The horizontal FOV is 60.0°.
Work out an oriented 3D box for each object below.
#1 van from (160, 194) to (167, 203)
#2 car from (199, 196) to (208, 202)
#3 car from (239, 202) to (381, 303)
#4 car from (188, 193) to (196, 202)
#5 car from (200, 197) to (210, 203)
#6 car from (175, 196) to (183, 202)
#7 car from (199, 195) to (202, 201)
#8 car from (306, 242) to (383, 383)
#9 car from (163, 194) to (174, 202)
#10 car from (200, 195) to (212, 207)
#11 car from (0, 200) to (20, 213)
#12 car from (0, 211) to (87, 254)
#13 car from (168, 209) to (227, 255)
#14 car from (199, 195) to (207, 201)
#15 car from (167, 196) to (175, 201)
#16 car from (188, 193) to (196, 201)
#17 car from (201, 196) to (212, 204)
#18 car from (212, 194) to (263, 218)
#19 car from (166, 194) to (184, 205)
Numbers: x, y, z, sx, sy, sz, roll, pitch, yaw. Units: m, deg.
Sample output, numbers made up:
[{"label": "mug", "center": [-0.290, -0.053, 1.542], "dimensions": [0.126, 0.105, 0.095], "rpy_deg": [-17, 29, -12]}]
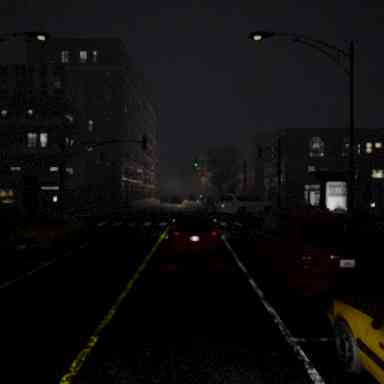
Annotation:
[{"label": "van", "center": [-5.679, 1.409, 68.721], "dimensions": [1.690, 1.788, 3.998], "rpy_deg": [0, 0, 0]}, {"label": "car", "center": [2.704, 1.644, 80.111], "dimensions": [2.008, 1.369, 4.403], "rpy_deg": [0, 0, 0]}, {"label": "car", "center": [2.692, 1.316, 8.136], "dimensions": [2.192, 1.841, 5.009], "rpy_deg": [0, 0, 0]}, {"label": "car", "center": [0.015, 1.557, 78.400], "dimensions": [1.882, 1.535, 5.008], "rpy_deg": [0, 0, 0]}, {"label": "car", "center": [2.702, 1.649, 68.718], "dimensions": [1.802, 1.307, 4.206], "rpy_deg": [0, 0, 0]}, {"label": "car", "center": [-2.986, 1.601, 76.356], "dimensions": [1.812, 1.442, 4.674], "rpy_deg": [0, 0, 0]}, {"label": "car", "center": [2.700, 1.486, 57.324], "dimensions": [1.967, 1.590, 4.097], "rpy_deg": [0, 0, 0]}, {"label": "car", "center": [2.691, 1.526, 2.766], "dimensions": [1.752, 1.417, 4.829], "rpy_deg": [0, 0, 0]}, {"label": "car", "center": [-5.677, 1.409, 80.115], "dimensions": [2.192, 1.841, 5.009], "rpy_deg": [0, 0, 0]}, {"label": "car", "center": [2.699, 1.587, 51.627], "dimensions": [2.008, 1.369, 4.403], "rpy_deg": [0, 0, 0]}, {"label": "car", "center": [-17.268, 1.268, 27.914], "dimensions": [5.009, 1.841, 2.192], "rpy_deg": [0, 0, 0]}, {"label": "car", "center": [-5.689, 1.527, 13.508], "dimensions": [1.752, 1.417, 4.829], "rpy_deg": [0, 0, 0]}, {"label": "car", "center": [0.102, 1.566, 13.405], "dimensions": [1.994, 1.385, 4.181], "rpy_deg": [0, 0, 0]}, {"label": "car", "center": [2.705, 1.548, 85.808], "dimensions": [1.967, 1.590, 4.097], "rpy_deg": [0, 0, 0]}, {"label": "car", "center": [-5.675, 1.676, 91.507], "dimensions": [2.008, 1.369, 4.403], "rpy_deg": [0, 0, 0]}, {"label": "car", "center": [0.017, 1.254, 88.848], "dimensions": [2.150, 2.045, 5.566], "rpy_deg": [0, 0, 0]}, {"label": "car", "center": [2.701, 1.496, 63.021], "dimensions": [1.967, 1.590, 4.097], "rpy_deg": [0, 0, 0]}, {"label": "car", "center": [4.839, 1.237, 29.719], "dimensions": [5.566, 2.045, 2.150], "rpy_deg": [0, -1, -36]}, {"label": "car", "center": [-3.023, 1.404, 60.412], "dimensions": [2.097, 1.767, 4.553], "rpy_deg": [0, 0, 1]}]
